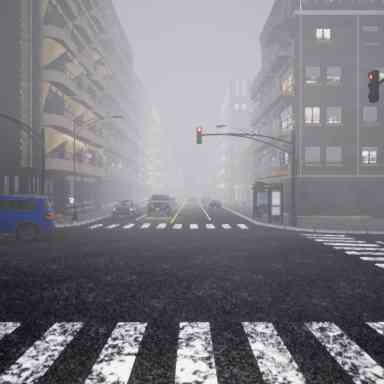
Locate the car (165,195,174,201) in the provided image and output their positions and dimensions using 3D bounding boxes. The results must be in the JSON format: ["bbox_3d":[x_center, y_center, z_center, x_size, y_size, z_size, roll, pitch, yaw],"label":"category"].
[{"bbox_3d":[-5.757,1.546,85.528,2.008,1.369,4.403,0,0,0],"label":"car"}]

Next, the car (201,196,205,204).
[{"bbox_3d":[2.653,1.542,46.057,1.887,1.381,4.507,0,0,0],"label":"car"}]

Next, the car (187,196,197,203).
[{"bbox_3d":[0.046,1.561,69.642,1.994,1.385,4.181,0,0,0],"label":"car"}]

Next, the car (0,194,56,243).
[{"bbox_3d":[-9.100,1.138,14.976,5.566,2.045,2.150,2,2,-24],"label":"car"}]

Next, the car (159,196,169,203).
[{"bbox_3d":[-5.744,1.522,68.441,1.752,1.417,4.829,0,0,0],"label":"car"}]

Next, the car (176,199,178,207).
[{"bbox_3d":[-3.127,1.502,50.457,1.837,1.490,4.892,0,0,0],"label":"car"}]

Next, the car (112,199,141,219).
[{"bbox_3d":[-5.715,1.438,29.140,1.967,1.590,4.097,0,0,0],"label":"car"}]

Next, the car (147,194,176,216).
[{"bbox_3d":[-3.122,1.219,33.100,2.150,2.045,5.566,0,0,0],"label":"car"}]

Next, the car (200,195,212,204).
[{"bbox_3d":[2.640,1.437,62.974,1.967,1.590,4.097,0,0,0],"label":"car"}]

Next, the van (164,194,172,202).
[{"bbox_3d":[-5.753,1.337,79.889,1.690,1.788,3.998,0,0,0],"label":"van"}]

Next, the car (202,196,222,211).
[{"bbox_3d":[2.657,1.548,40.419,2.008,1.369,4.403,0,0,0],"label":"car"}]

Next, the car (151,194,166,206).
[{"bbox_3d":[-5.737,1.312,57.333,2.192,1.841,5.009,0,0,0],"label":"car"}]
